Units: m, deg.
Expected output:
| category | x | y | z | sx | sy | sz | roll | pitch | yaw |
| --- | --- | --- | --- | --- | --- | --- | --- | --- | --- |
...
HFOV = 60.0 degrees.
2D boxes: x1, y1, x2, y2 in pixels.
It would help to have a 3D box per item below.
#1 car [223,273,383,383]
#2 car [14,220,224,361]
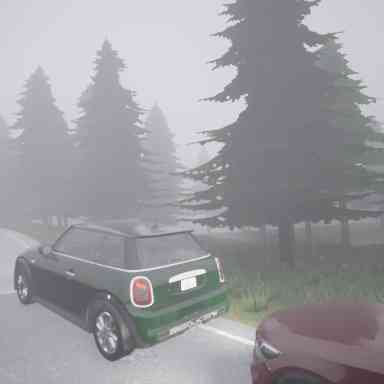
| category | x | y | z | sx | sy | sz | roll | pitch | yaw |
| --- | --- | --- | --- | --- | --- | --- | --- | --- | --- |
| car | 2.749 | 1.531 | 2.594 | 4.674 | 1.442 | 1.812 | 1 | 0 | 36 |
| car | -1.576 | 1.308 | 6.221 | 4.553 | 1.767 | 2.097 | 1 | 1 | 44 |
